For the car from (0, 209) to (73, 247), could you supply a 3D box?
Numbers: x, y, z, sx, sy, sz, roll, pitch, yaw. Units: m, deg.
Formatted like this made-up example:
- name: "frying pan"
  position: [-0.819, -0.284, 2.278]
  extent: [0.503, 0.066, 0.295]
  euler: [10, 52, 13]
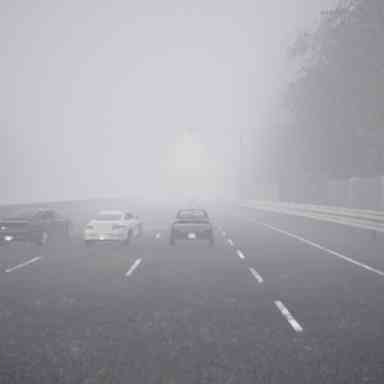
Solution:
- name: "car"
  position: [-6.999, 1.517, 15.152]
  extent: [1.837, 1.490, 4.892]
  euler: [0, 0, 0]

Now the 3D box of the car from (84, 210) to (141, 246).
- name: "car"
  position: [-3.501, 1.537, 15.250]
  extent: [1.812, 1.442, 4.674]
  euler: [0, 0, 0]

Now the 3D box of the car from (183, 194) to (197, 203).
- name: "car"
  position: [0.000, 1.537, 58.532]
  extent: [2.128, 1.511, 4.902]
  euler: [0, 0, 0]

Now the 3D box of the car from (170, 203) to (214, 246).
- name: "car"
  position: [-0.003, 1.503, 15.428]
  extent: [2.128, 1.511, 4.902]
  euler: [0, 0, 0]

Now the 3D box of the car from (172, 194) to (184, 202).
- name: "car"
  position: [-3.500, 1.653, 74.859]
  extent: [1.895, 1.301, 4.718]
  euler: [0, 0, 0]
